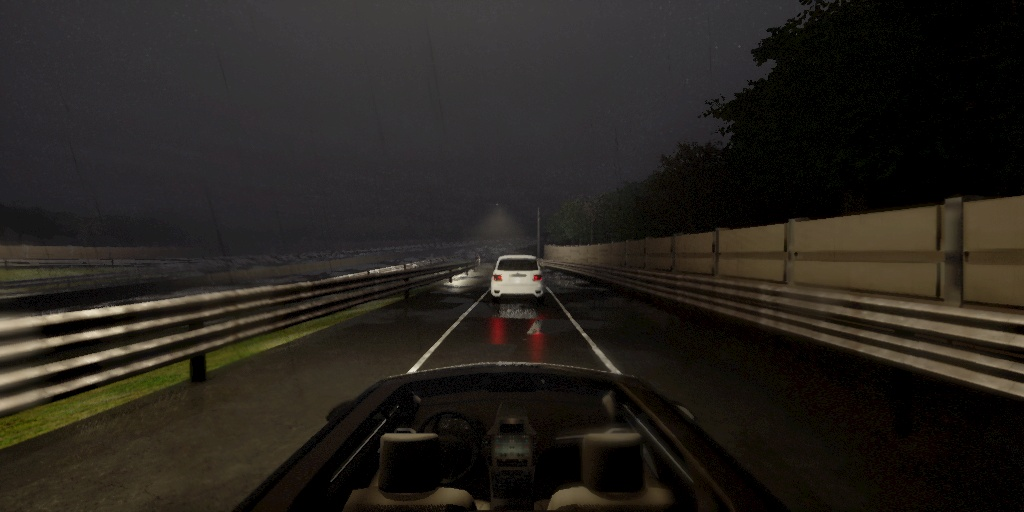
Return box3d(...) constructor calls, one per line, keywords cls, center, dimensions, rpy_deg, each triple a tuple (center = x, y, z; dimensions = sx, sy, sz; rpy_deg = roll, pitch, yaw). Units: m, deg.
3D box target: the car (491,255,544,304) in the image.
box3d(cls="car", center=(0.297, 0.993, 16.434), dimensions=(2.150, 2.045, 5.566), rpy_deg=(0, 0, 2))
